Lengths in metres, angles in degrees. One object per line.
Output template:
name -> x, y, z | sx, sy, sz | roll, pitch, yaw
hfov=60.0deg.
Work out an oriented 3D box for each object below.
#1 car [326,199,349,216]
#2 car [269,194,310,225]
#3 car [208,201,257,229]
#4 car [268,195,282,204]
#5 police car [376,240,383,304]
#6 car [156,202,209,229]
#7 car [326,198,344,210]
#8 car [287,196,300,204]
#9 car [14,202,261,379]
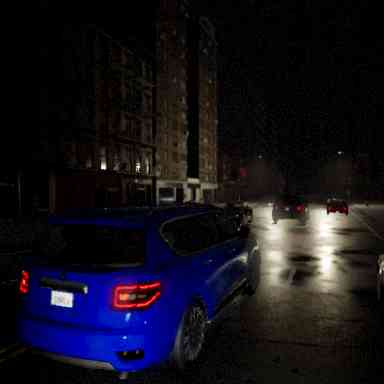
car -> 14.043, 1.531, 32.229 | 1.895, 1.301, 4.718 | 0, 0, 23
car -> 7.197, 1.183, 24.014 | 2.150, 2.045, 5.566 | 0, 0, 22
car -> 2.894, 1.465, 22.601 | 2.128, 1.511, 4.902 | 0, 0, 22
car -> 15.613, 1.403, 62.148 | 1.837, 1.490, 4.892 | 0, 0, 23
police car -> 4.037, 1.410, 4.955 | 1.930, 1.638, 5.238 | 0, 0, 22
car -> -0.480, 1.489, 22.937 | 1.837, 1.490, 4.892 | 0, 0, 22
car -> 17.792, 1.511, 41.481 | 1.895, 1.301, 4.718 | 0, 0, 23
car -> 18.805, 1.491, 61.345 | 1.895, 1.301, 4.718 | 0, 0, 23
car -> -0.313, 1.221, 6.018 | 2.150, 2.045, 5.566 | 0, 0, 24
